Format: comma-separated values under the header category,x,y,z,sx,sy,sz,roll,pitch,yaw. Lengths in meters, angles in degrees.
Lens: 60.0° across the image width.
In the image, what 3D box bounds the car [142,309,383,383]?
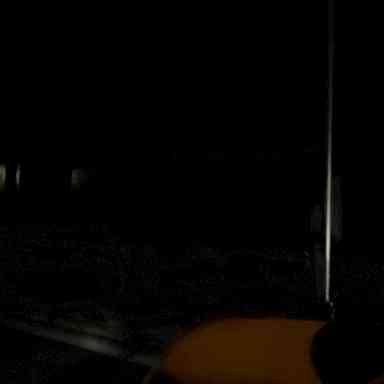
category,x,y,z,sx,sy,sz,roll,pitch,yaw
car,2.167,1.615,2.596,5.366,1.575,1.801,1,-2,26
